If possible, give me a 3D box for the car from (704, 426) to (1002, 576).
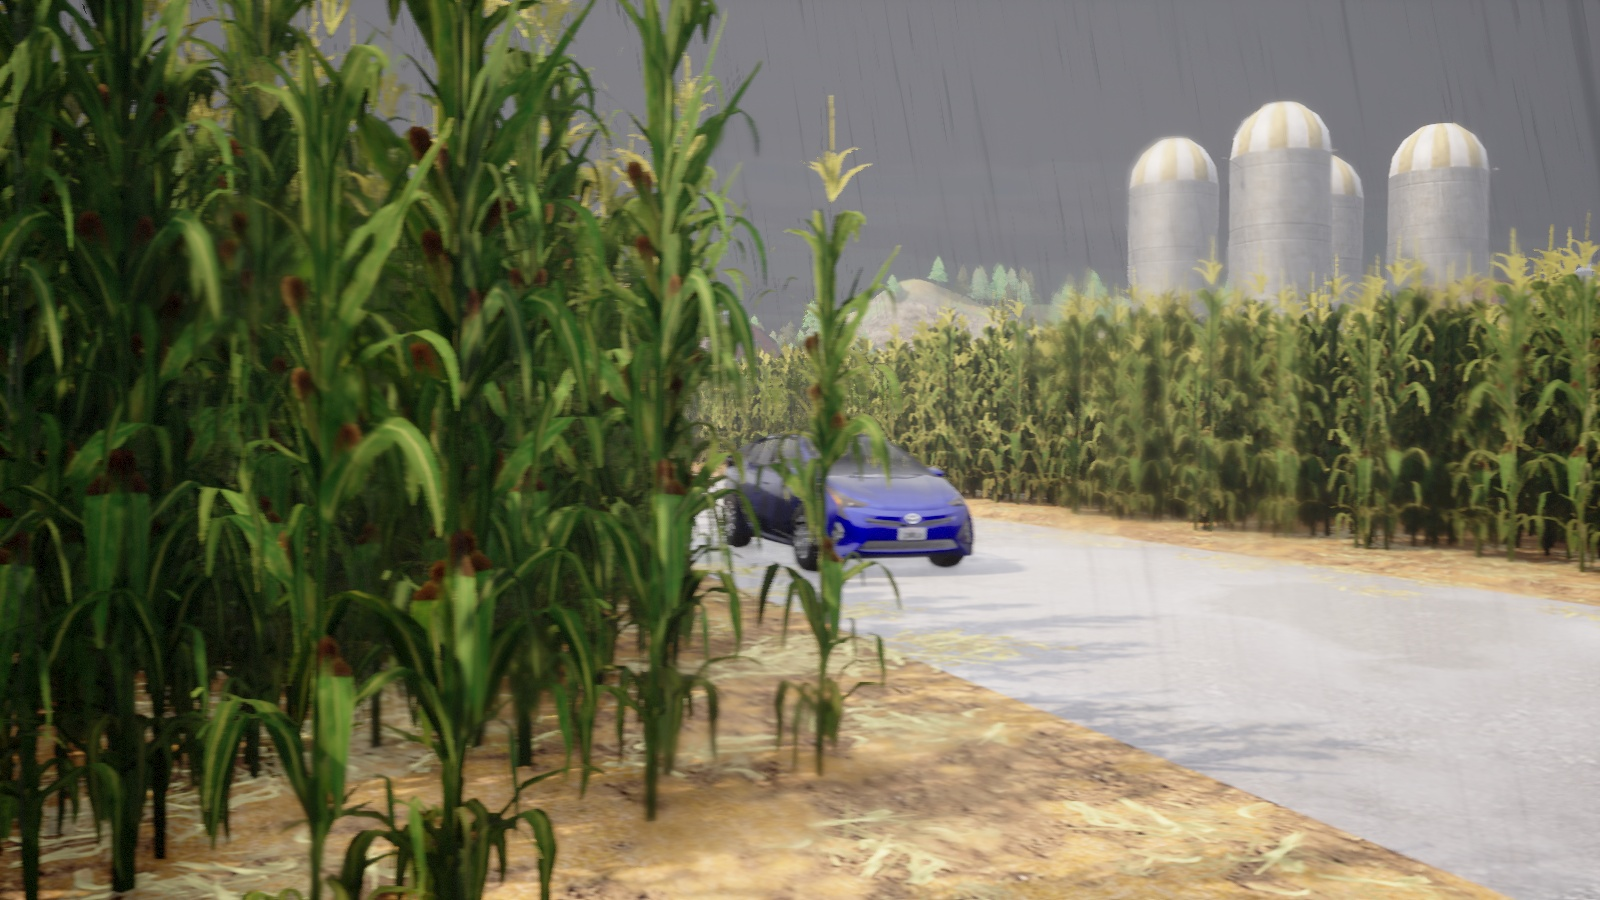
[{"bbox_3d":[0.443,0.490,15.349,2.007,1.525,4.514,-1,1,-21],"label":"car"}]
